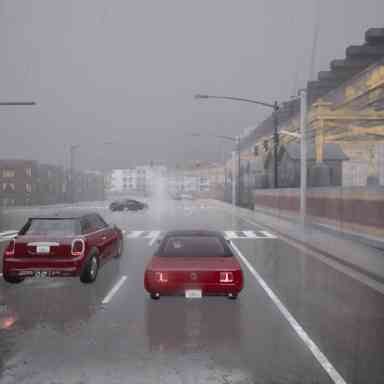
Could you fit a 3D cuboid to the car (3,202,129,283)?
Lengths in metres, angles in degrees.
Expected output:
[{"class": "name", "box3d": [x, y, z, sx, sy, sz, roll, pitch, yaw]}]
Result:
[{"class": "car", "box3d": [-3.449, 1.352, 9.857, 2.097, 1.767, 4.553, 0, 0, 0]}]

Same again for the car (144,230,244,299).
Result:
[{"class": "car", "box3d": [0.047, 1.601, 8.387, 1.895, 1.301, 4.718, 0, 0, 0]}]

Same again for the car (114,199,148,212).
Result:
[{"class": "car", "box3d": [-7.014, 1.505, 37.293, 1.837, 1.490, 4.892, 2, 1, 37]}]

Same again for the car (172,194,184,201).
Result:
[{"class": "car", "box3d": [-3.695, 1.593, 86.133, 1.895, 1.301, 4.718, 0, 0, -3]}]

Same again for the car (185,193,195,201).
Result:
[{"class": "car", "box3d": [-0.210, 1.591, 87.262, 1.895, 1.301, 4.718, 0, 0, -3]}]
